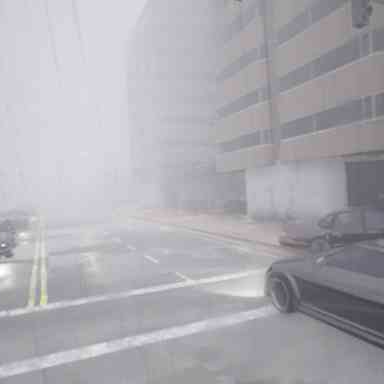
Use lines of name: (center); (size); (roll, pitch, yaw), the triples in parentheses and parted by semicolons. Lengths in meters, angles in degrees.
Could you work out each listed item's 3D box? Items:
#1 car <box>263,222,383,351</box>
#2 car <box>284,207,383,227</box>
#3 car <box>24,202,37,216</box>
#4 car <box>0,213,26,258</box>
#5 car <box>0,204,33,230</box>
car: (2.952, 1.421, 5.178); (1.994, 1.385, 4.181); (-3, 0, -24)
car: (5.430, 1.177, 10.167); (5.357, 1.411, 2.033); (-4, 1, 29)
car: (-21.218, 2.246, 42.843); (2.097, 1.767, 4.553); (-3, 0, -24)
car: (-8.478, 1.908, 14.116); (2.033, 1.411, 5.357); (-3, 0, -24)
car: (-13.435, 2.045, 25.208); (1.882, 1.535, 5.008); (-3, 1, -24)
